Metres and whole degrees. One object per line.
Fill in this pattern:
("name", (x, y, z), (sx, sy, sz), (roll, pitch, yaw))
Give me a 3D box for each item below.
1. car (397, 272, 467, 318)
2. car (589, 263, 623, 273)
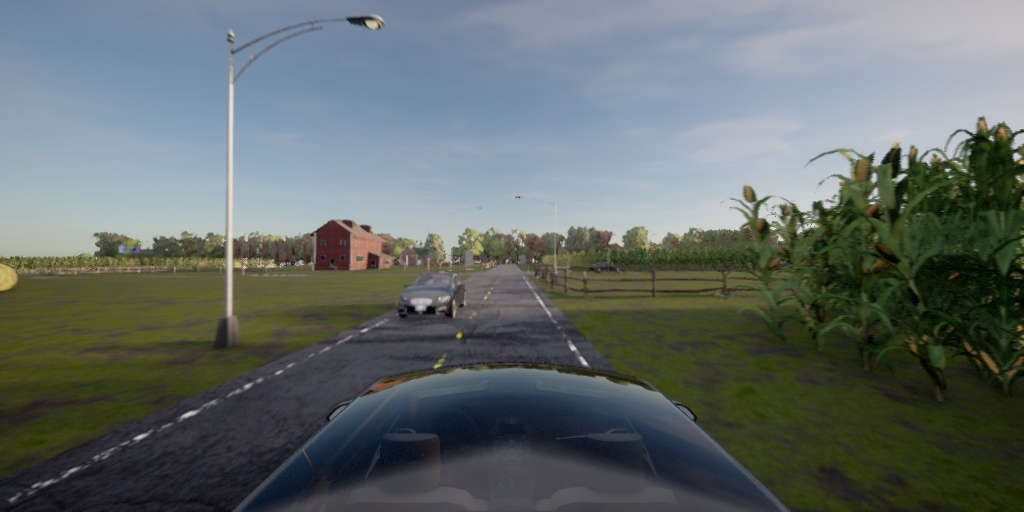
("car", (-2.855, 1.377, 13.659), (2.128, 1.511, 4.902), (0, -1, 0))
("car", (13.863, 1.687, 52.673), (4.892, 1.490, 1.837), (-1, -2, 0))
